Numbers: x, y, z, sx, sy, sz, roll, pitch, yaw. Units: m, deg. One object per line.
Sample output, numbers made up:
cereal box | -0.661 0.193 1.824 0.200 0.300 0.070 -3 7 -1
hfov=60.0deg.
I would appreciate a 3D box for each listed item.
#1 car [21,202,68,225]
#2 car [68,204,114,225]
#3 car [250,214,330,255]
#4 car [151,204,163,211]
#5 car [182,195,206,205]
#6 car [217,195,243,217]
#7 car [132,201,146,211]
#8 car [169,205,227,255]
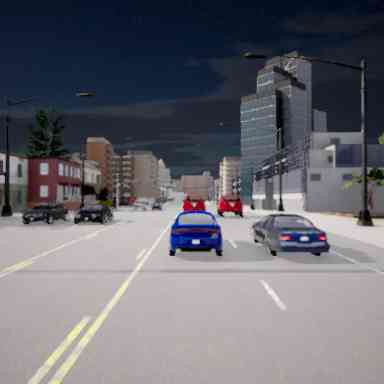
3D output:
car | -10.517 1.529 24.266 1.837 1.490 4.892 0 0 0
car | -7.017 1.591 24.104 1.994 1.385 4.181 0 0 0
car | 3.641 1.564 13.251 2.033 1.411 5.357 0 0 0
car | -6.778 2.960 65.240 2.033 1.411 5.357 0 -2 0
car | 0.215 1.371 33.137 2.150 2.045 5.566 0 -1 0
car | 3.715 1.375 33.155 2.150 2.045 5.566 0 -1 0
car | -10.280 2.685 65.161 2.150 2.045 5.566 0 -2 0
car | 0.140 1.491 13.392 1.882 1.535 5.008 0 0 0
